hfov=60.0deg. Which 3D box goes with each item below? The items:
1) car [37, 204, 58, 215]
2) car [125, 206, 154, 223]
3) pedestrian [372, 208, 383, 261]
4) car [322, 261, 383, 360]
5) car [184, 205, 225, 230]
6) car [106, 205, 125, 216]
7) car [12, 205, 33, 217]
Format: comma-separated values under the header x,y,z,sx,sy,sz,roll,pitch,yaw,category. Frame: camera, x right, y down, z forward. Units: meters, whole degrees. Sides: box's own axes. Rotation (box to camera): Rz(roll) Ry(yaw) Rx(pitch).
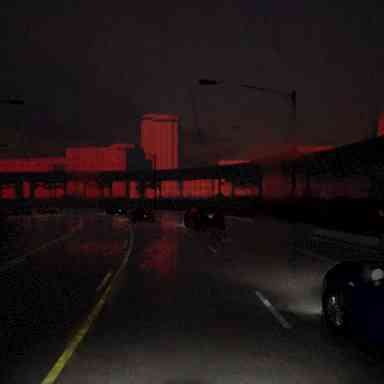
x,y,z,sx,sy,sz,roll,pitch,yaw,category
-20.981,2.529,48.252,1.882,1.535,5.008,0,-2,-38,car
-4.774,2.004,31.067,1.882,1.535,5.008,0,-1,-17,car
6.273,1.366,10.842,0.375,1.860,0.375,-1,0,-6,pedestrian
3.360,1.366,3.937,2.097,1.767,4.553,0,0,-2,car
0.771,1.692,23.781,2.097,1.767,4.553,0,-1,-12,car
-10.097,2.411,44.305,1.994,1.385,4.181,0,-1,-27,car
-23.102,2.544,45.280,1.812,1.442,4.674,0,-2,-37,car
